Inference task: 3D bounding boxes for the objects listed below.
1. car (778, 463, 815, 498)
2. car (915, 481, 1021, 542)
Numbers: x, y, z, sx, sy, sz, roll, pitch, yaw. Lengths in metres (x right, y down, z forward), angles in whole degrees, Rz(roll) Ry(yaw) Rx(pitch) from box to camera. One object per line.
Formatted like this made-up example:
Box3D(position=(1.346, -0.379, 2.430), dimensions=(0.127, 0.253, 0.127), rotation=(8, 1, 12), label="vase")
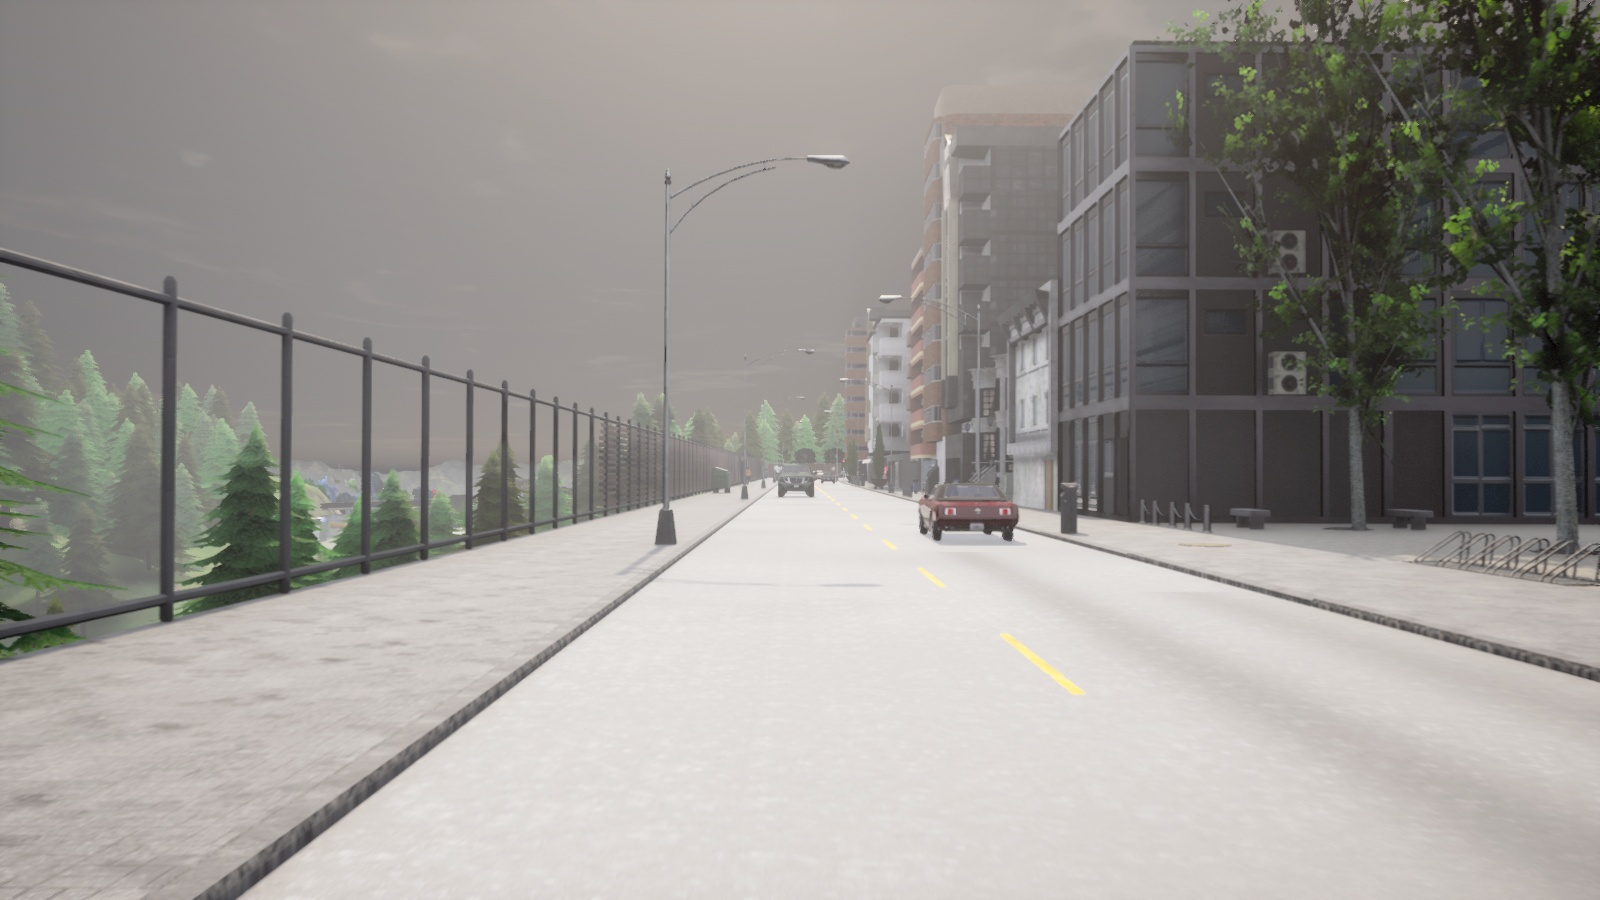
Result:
Box3D(position=(-0.213, 1.809, 76.120), dimensions=(2.150, 2.045, 5.566), rotation=(0, -1, 0), label="car")
Box3D(position=(3.915, 1.402, 30.023), dimensions=(1.895, 1.301, 4.718), rotation=(0, -1, 0), label="car")
